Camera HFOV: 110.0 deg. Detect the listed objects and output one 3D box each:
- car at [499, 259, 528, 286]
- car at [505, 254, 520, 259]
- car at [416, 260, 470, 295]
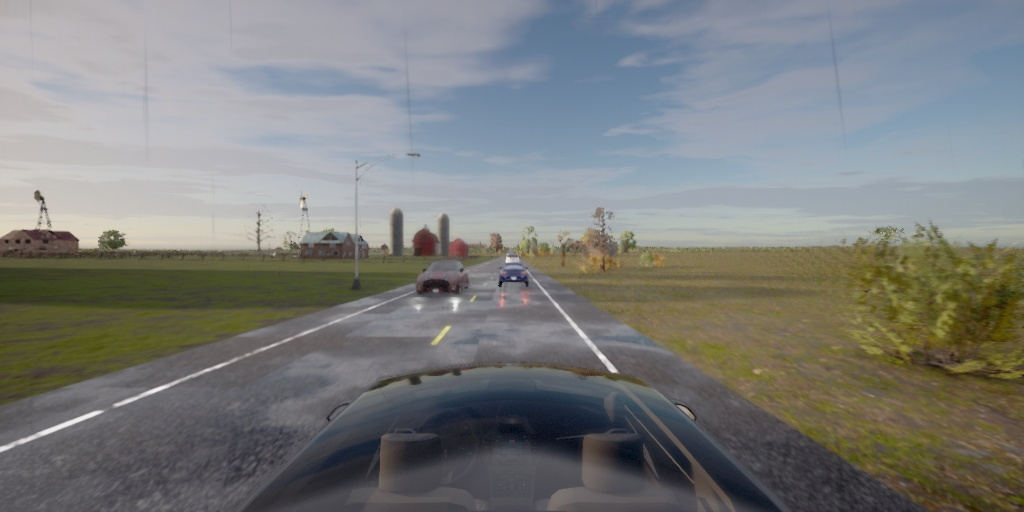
[{"bbox_3d":[0.103,1.160,23.801,1.812,1.442,4.674,0,0,0],"label":"car"},{"bbox_3d":[0.100,0.666,57.337,2.150,2.045,5.566,0,0,0],"label":"car"},{"bbox_3d":[-3.525,1.012,18.931,2.097,1.767,4.553,0,0,1],"label":"car"}]
